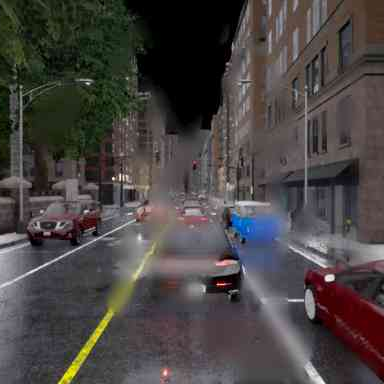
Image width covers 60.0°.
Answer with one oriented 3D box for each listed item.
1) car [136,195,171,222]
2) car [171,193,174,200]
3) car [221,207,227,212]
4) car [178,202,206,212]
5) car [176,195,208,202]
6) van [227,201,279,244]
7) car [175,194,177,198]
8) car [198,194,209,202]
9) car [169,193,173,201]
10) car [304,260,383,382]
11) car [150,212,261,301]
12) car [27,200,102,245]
[{"bbox_3d":[-3.018,1.338,25.940,2.097,1.767,4.553,0,0,0],"label":"car"},{"bbox_3d":[-5.721,1.491,75.582,1.887,1.381,4.507,0,0,0],"label":"car"},{"bbox_3d":[2.841,1.557,21.247,1.947,1.339,4.313,0,0,0],"label":"car"},{"bbox_3d":[0.091,1.519,18.536,1.812,1.442,4.674,0,0,0],"label":"car"},{"bbox_3d":[0.029,1.338,27.493,2.097,1.767,4.553,0,0,2],"label":"car"},{"bbox_3d":[2.845,1.336,15.586,1.690,1.788,3.998,0,0,0],"label":"van"},{"bbox_3d":[-5.728,1.496,86.483,2.008,1.369,4.403,0,0,0],"label":"car"},{"bbox_3d":[2.803,1.387,75.624,1.967,1.590,4.097,0,0,0],"label":"car"},{"bbox_3d":[-5.717,1.493,70.131,1.887,1.381,4.507,0,0,0],"label":"car"},{"bbox_3d":[2.853,1.544,4.266,1.887,1.381,4.507,0,0,0],"label":"car"},{"bbox_3d":[0.094,1.490,8.274,2.128,1.511,4.902,0,0,0],"label":"car"},{"bbox_3d":[-5.680,1.310,15.541,2.192,1.841,5.009,0,0,0],"label":"car"}]
